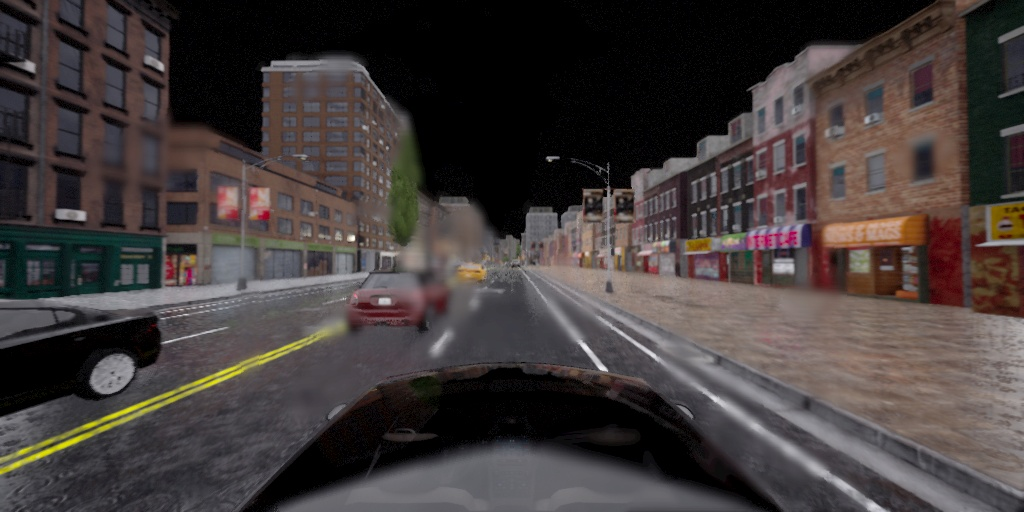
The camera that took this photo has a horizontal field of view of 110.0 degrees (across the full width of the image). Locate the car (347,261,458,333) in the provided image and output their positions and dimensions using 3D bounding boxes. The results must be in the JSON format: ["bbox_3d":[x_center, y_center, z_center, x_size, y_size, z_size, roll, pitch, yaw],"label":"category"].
[{"bbox_3d":[-3.150,1.147,11.011,2.097,1.767,4.553,0,0,0],"label":"car"}]

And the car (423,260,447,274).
[{"bbox_3d":[-9.814,1.383,45.979,2.097,1.767,4.553,0,0,0],"label":"car"}]

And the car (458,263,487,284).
[{"bbox_3d":[-3.146,1.374,29.075,1.882,1.535,5.008,0,0,0],"label":"car"}]

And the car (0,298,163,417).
[{"bbox_3d":[-6.599,1.237,3.662,1.882,1.535,5.008,0,0,0],"label":"car"}]

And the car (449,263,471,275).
[{"bbox_3d":[-6.569,1.577,45.748,2.033,1.411,5.357,0,-1,0],"label":"car"}]
